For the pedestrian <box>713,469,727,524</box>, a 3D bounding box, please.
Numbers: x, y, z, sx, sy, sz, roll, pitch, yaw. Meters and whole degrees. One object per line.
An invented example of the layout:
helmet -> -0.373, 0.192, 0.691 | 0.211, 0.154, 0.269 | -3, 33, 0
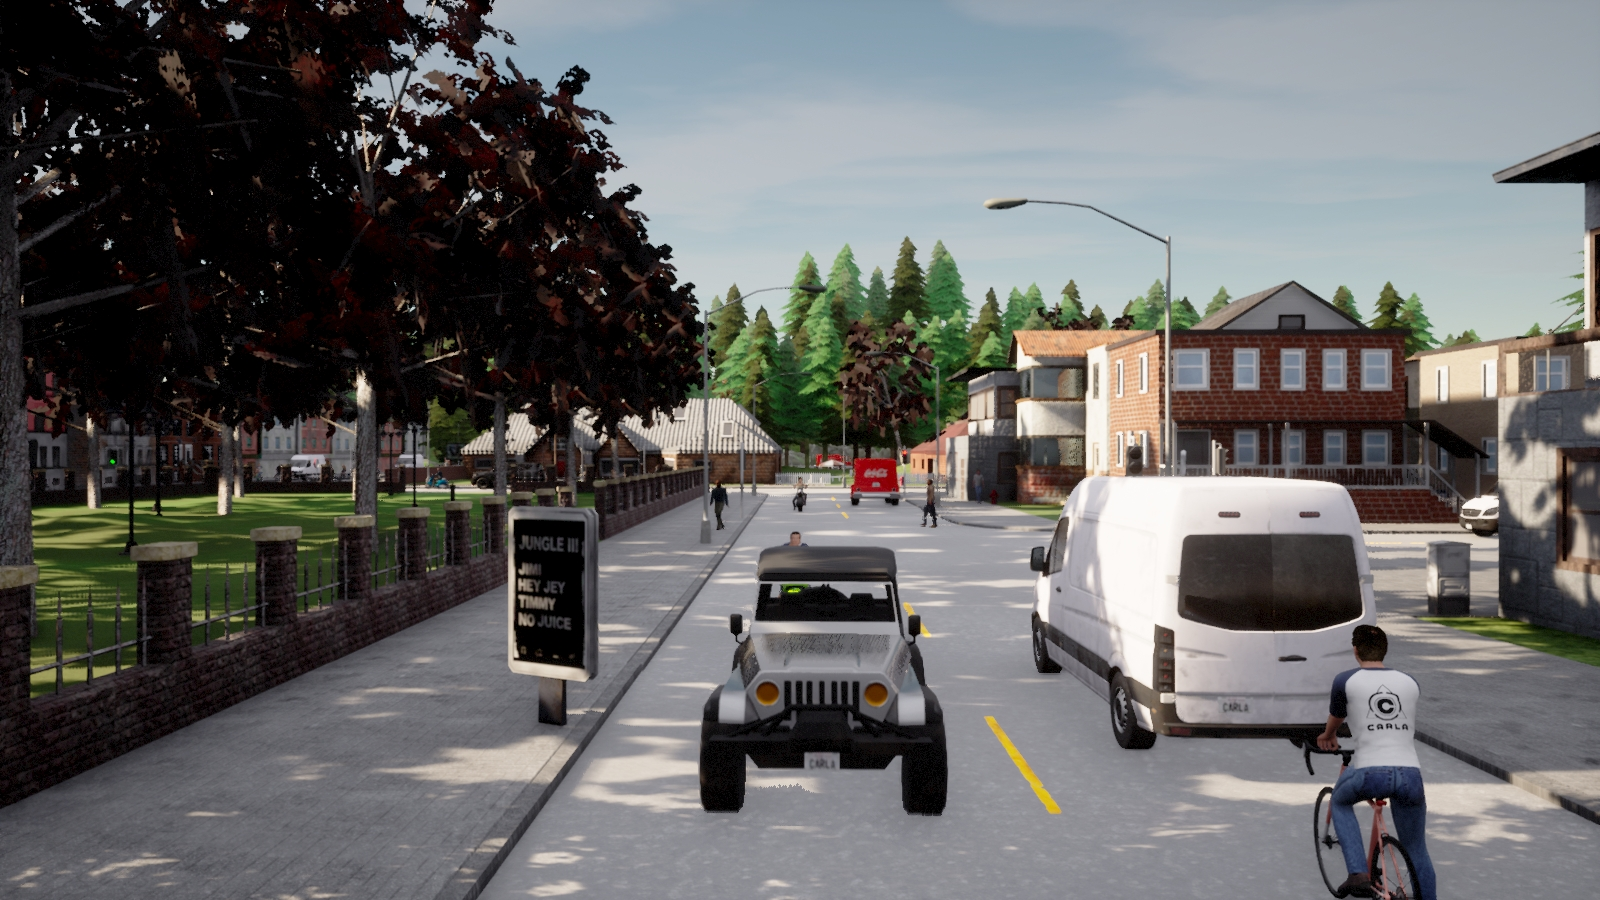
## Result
pedestrian -> -2.756, 1.603, 39.260 | 0.375, 1.860, 0.375 | 0, 0, 15

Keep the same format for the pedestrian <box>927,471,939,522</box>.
pedestrian -> 4.868, 1.712, 41.842 | 0.375, 1.860, 0.375 | 0, 0, 2

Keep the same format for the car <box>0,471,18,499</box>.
car -> -45.283, 1.950, 62.156 | 2.128, 1.511, 4.902 | 0, 0, 0

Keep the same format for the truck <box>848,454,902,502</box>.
truck -> 3.969, 1.469, 61.571 | 2.627, 2.467, 5.204 | 0, 0, 1

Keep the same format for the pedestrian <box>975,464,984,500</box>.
pedestrian -> 9.254, 1.640, 58.960 | 0.375, 1.860, 0.375 | 0, 0, -3

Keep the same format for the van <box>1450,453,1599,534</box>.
van -> 24.712, 1.389, 37.234 | 5.915, 2.561, 1.988 | 0, 0, 0

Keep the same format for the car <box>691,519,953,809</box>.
car -> 0.234, 1.662, 10.225 | 1.905, 1.878, 3.866 | 0, 0, 2

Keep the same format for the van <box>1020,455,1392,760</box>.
van -> 4.000, 1.342, 12.620 | 1.988, 2.561, 5.915 | 0, 0, 0
